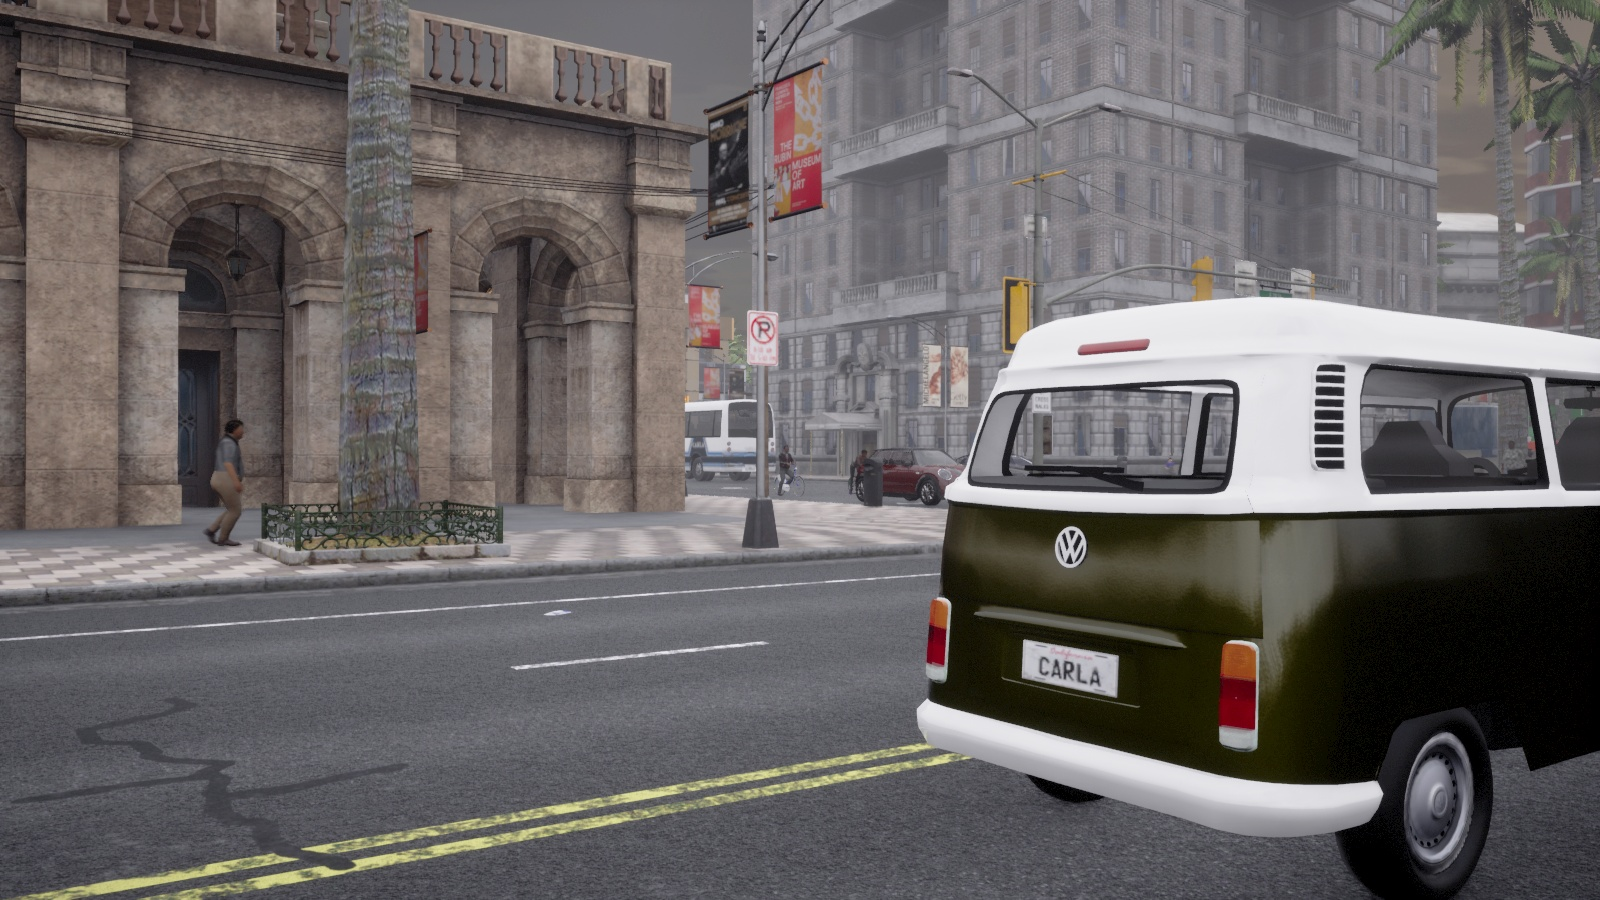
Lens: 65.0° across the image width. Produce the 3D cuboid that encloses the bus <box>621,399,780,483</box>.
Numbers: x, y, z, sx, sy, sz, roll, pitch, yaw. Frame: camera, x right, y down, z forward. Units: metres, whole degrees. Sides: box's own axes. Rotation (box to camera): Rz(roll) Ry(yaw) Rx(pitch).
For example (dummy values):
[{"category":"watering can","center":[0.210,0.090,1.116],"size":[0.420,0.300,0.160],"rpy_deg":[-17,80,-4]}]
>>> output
[{"category":"bus","center":[-5.665,-0.451,68.777],"size":[3.944,4.253,10.273],"rpy_deg":[0,0,-36]}]

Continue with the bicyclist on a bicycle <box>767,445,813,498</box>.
[{"category":"bicyclist on a bicycle","center":[-0.353,0.721,42.982],"size":[0.659,1.776,1.843],"rpy_deg":[0,0,-35]}]

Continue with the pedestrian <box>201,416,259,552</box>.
[{"category":"pedestrian","center":[-7.950,0.461,17.506],"size":[0.694,1.848,0.540],"rpy_deg":[0,0,-29]}]

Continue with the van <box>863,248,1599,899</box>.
[{"category":"van","center":[2.684,0.476,5.517],"size":[4.480,2.038,2.069],"rpy_deg":[0,0,-35]}]

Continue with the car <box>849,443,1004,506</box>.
[{"category":"car","center":[3.674,0.687,37.230],"size":[2.097,1.767,4.553],"rpy_deg":[0,0,-35]}]
